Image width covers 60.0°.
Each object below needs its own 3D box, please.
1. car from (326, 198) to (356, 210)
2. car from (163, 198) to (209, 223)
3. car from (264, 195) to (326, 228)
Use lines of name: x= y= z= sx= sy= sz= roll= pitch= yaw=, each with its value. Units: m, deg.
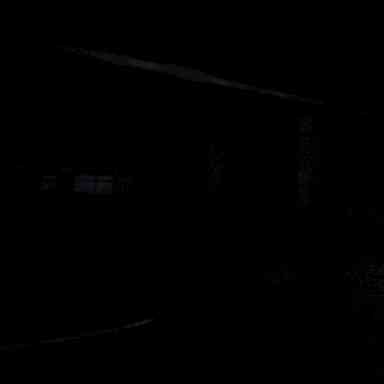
car: x=15.903 y=1.299 z=37.438 sx=1.895 sy=1.301 sz=4.718 roll=0 pitch=1 yaw=-21
car: x=-0.494 y=1.252 z=23.579 sx=2.242 sy=1.667 sz=4.611 roll=0 pitch=1 yaw=-22
car: x=6.375 y=1.190 z=21.650 sx=1.905 sy=1.878 sz=3.866 roll=0 pitch=1 yaw=-22
